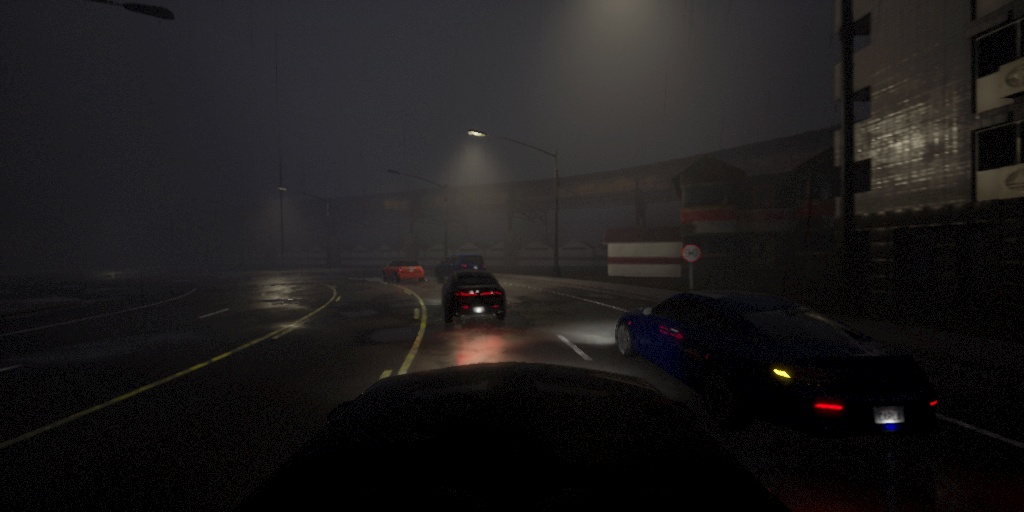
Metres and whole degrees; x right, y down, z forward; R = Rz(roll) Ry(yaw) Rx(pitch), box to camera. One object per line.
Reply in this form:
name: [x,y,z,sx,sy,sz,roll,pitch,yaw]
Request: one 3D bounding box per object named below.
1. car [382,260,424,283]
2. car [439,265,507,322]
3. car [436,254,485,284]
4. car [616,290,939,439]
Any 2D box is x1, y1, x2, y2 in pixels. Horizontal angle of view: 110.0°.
car: [-8.453,1.062,27.534,2.097,1.767,4.553,-1,0,-35]
car: [-1.430,1.223,12.257,1.837,1.490,4.892,0,0,-12]
car: [-3.982,0.902,27.377,2.150,2.045,5.566,0,0,-32]
car: [3.181,1.240,5.491,1.812,1.442,4.674,0,0,-4]
